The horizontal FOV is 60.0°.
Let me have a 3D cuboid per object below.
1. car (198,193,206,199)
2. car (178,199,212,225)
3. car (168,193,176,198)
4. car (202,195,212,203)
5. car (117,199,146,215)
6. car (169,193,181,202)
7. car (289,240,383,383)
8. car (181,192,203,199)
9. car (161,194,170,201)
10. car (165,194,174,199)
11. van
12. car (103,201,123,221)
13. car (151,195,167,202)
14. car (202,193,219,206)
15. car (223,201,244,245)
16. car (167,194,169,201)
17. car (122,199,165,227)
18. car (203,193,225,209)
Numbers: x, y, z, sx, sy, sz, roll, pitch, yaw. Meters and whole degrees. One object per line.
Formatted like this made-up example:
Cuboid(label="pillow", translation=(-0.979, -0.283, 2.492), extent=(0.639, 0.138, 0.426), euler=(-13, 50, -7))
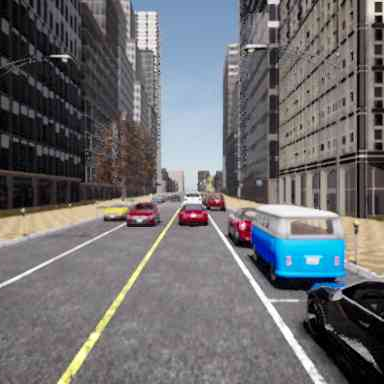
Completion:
Cuboid(label="car", translation=(2.684, 1.082, 88.951), extent=(1.947, 1.339, 4.313), euler=(0, 0, 0))
Cuboid(label="car", translation=(0.096, 1.452, 23.177), extent=(1.994, 1.385, 4.181), euler=(0, 0, 0))
Cuboid(label="car", translation=(-5.698, 1.025, 94.655), extent=(1.887, 1.381, 4.507), euler=(0, 0, 0))
Cuboid(label="car", translation=(2.686, 1.210, 60.660), extent=(1.752, 1.417, 4.829), euler=(0, 0, 0))
Cuboid(label="car", translation=(-5.692, 1.392, 32.041), extent=(2.008, 1.369, 4.403), euler=(0, 0, 0))
Cuboid(label="car", translation=(-3.031, 1.173, 63.175), extent=(1.837, 1.490, 4.892), euler=(0, 0, 1))
Cuboid(label="car", translation=(2.692, 1.549, 3.569), extent=(1.947, 1.339, 4.313), euler=(0, 0, 0))
Cuboid(label="car", translation=(0.098, 1.023, 39.865), extent=(2.150, 2.045, 5.566), euler=(0, 0, 0))
Cuboid(label="car", translation=(-5.695, 1.201, 71.885), extent=(1.802, 1.307, 4.206), euler=(0, 0, 0))
Cuboid(label="car", translation=(-5.697, 1.101, 83.271), extent=(2.008, 1.369, 4.403), euler=(0, 0, 0))
Cuboid(label="van", translation=(2.692, 1.298, 9.262), extent=(1.690, 1.788, 3.998), euler=(0, 0, 0))
Cuboid(label="car", translation=(-5.691, 1.398, 26.177), extent=(1.752, 1.417, 4.829), euler=(0, 0, 0))
Cuboid(label="car", translation=(-5.694, 1.269, 54.810), extent=(2.008, 1.369, 4.403), euler=(0, 0, 0))
Cuboid(label="car", translation=(2.689, 1.065, 49.106), extent=(2.192, 1.841, 5.009), euler=(0, 0, 0))
Cuboid(label="car", translation=(2.691, 1.369, 14.953), extent=(1.967, 1.590, 4.097), euler=(0, 0, 0))
Cuboid(label="car", translation=(-5.694, 1.252, 60.503), extent=(1.947, 1.339, 4.313), euler=(0, 0, 0))
Cuboid(label="car", translation=(-3.103, 1.419, 22.033), extent=(1.812, 1.442, 4.674), euler=(0, 0, 0))
Cuboid(label="car", translation=(2.690, 1.127, 37.721), extent=(2.192, 1.841, 5.009), euler=(0, 0, 0))
